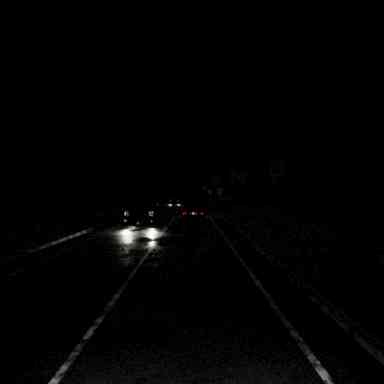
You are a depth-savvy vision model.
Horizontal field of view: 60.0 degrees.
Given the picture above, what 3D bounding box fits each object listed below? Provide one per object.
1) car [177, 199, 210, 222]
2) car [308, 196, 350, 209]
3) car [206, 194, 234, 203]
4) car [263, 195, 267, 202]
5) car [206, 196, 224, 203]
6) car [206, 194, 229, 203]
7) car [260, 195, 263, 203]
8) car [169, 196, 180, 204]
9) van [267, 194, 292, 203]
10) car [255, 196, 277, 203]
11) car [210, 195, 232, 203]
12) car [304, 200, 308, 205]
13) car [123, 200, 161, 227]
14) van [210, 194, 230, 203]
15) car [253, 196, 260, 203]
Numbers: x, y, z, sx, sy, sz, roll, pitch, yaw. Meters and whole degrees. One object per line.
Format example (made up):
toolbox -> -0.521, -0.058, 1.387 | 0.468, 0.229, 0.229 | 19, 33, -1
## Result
car -> 0.094, 1.551, 25.925 | 2.033, 1.411, 5.357 | 0, 0, 0
car -> 18.745, 1.322, 45.005 | 4.553, 1.767, 2.185 | 0, 0, 0
car -> 6.075, 1.590, 69.514 | 5.366, 1.575, 1.946 | 0, -1, 0
car -> 18.695, 1.632, 71.764 | 5.366, 1.575, 1.946 | 0, -1, 0
car -> 6.107, 1.908, 87.611 | 4.553, 1.767, 2.185 | 0, -2, -1
car -> 6.181, 1.605, 81.664 | 5.566, 2.045, 2.435 | 0, -1, -1
car -> 18.673, 1.683, 74.424 | 5.366, 1.575, 1.946 | 0, -1, 0
car -> -3.308, 1.511, 64.053 | 1.882, 1.535, 5.008 | 0, 0, 0
van -> 18.416, 1.362, 68.971 | 4.442, 1.987, 1.878 | 0, -1, 0
car -> 18.399, 1.898, 82.928 | 4.892, 1.521, 2.231 | 0, -2, -1
car -> 6.267, 1.517, 72.435 | 4.553, 1.767, 2.185 | 0, -1, 0
car -> 18.674, 1.489, 48.175 | 4.674, 1.452, 2.002 | 0, 0, 0
car -> -3.354, 1.354, 22.862 | 2.097, 1.767, 4.553 | 0, 0, 0
van -> 6.327, 1.481, 75.474 | 4.442, 1.987, 1.878 | 0, -1, 0
car -> 18.412, 1.566, 80.144 | 5.566, 2.045, 2.435 | 0, -2, -1
